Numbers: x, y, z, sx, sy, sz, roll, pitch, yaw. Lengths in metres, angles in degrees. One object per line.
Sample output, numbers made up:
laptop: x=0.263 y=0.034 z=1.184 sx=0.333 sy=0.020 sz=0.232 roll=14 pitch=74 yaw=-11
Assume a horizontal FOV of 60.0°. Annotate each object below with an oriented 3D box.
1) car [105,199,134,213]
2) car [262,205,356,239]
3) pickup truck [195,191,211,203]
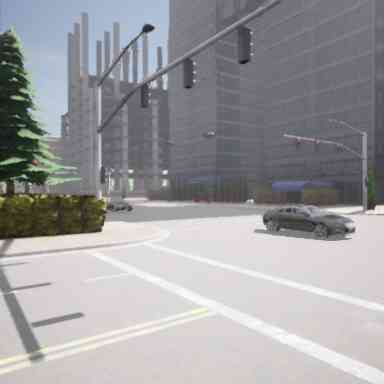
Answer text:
car: x=-8.394 y=1.489 z=36.918 sx=2.033 sy=1.411 sz=5.357 roll=0 pitch=0 yaw=-36
car: x=5.881 y=1.442 z=17.252 sx=2.128 sy=1.511 sz=4.902 roll=0 pitch=0 yaw=-36
pickup truck: x=1.932 y=0.903 z=62.900 sx=2.390 sy=2.098 sz=6.274 roll=0 pitch=0 yaw=-5
